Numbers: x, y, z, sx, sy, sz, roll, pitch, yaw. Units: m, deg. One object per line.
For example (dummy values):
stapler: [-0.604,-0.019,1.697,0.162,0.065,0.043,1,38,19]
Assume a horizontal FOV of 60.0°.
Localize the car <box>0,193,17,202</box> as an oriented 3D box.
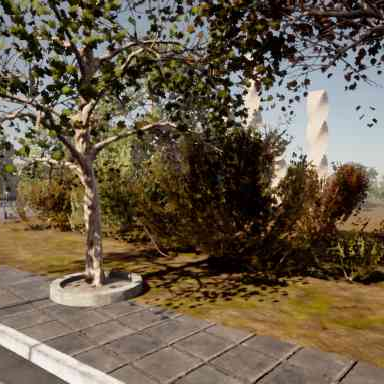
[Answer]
car: [-29.301,0.887,54.403,2.033,1.411,5.357,1,-1,0]
